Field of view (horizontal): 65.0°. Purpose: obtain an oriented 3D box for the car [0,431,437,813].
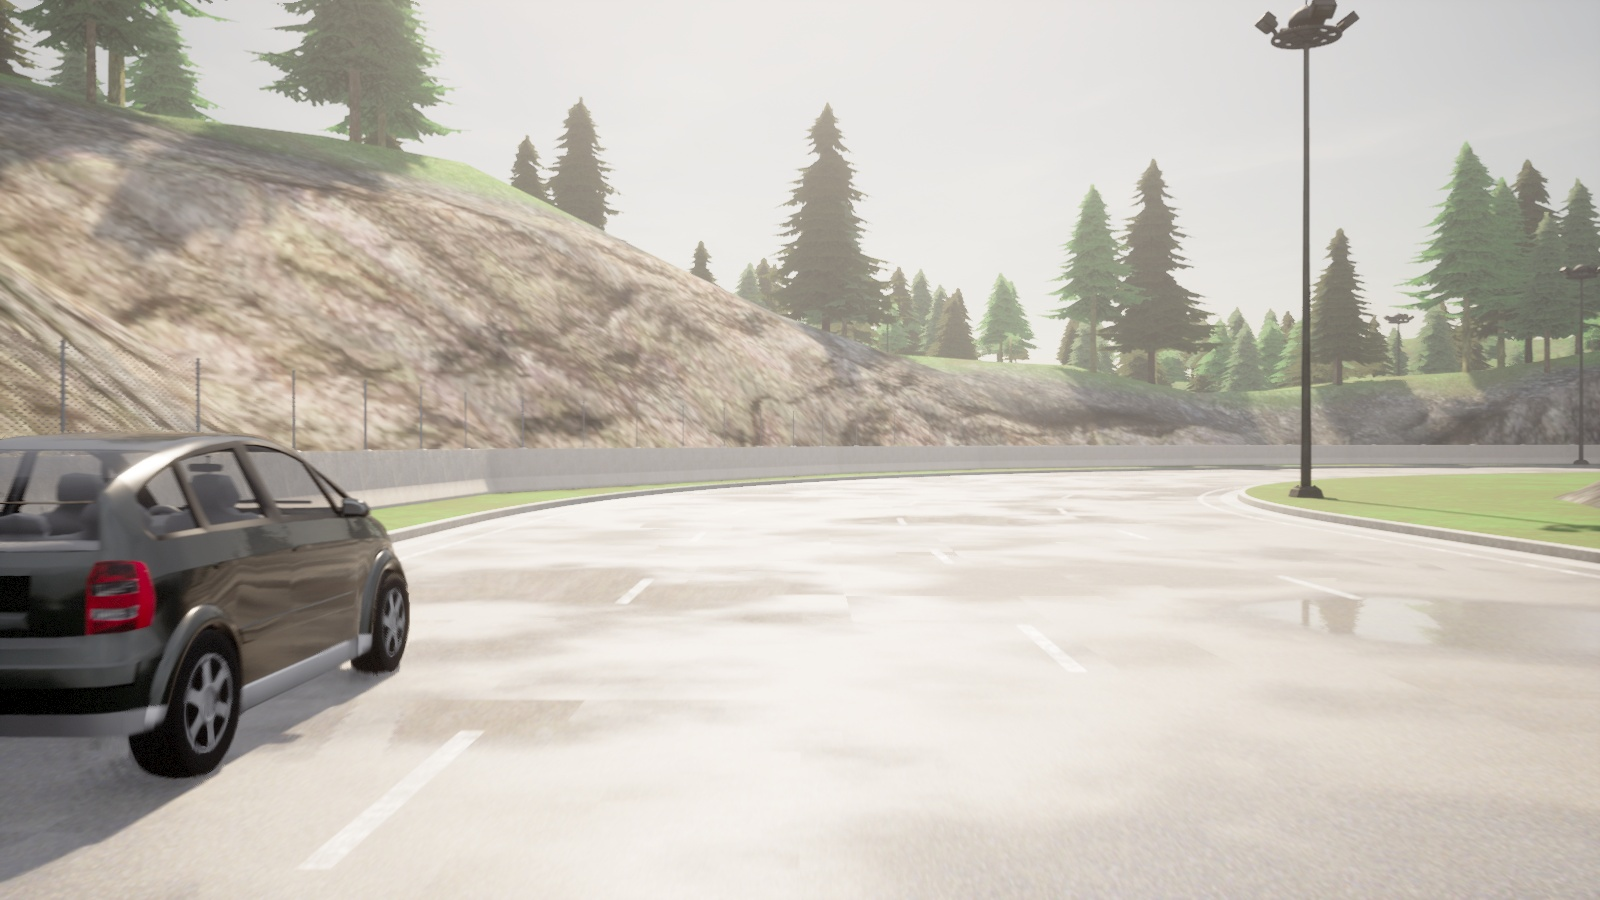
[{"bbox_3d":[-3.445,0.683,6.947,1.789,1.549,3.705,0,0,0],"label":"car"}]
